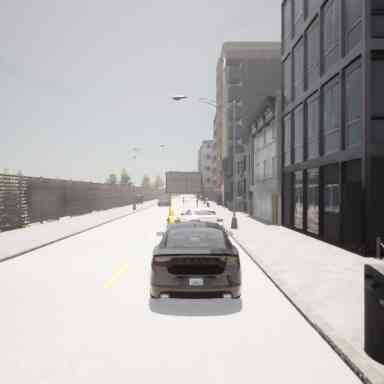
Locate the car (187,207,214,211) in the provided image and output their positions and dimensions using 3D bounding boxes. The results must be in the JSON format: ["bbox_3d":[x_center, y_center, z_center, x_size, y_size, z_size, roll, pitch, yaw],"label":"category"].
[{"bbox_3d":[0.428,1.539,17.858,1.812,1.442,4.674,0,-1,-9],"label":"car"}]

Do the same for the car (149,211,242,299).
[{"bbox_3d":[0.072,1.477,8.508,1.882,1.535,5.008,0,0,0],"label":"car"}]

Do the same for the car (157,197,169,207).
[{"bbox_3d":[-4.160,1.503,50.430,1.837,1.490,4.892,0,0,0],"label":"car"}]

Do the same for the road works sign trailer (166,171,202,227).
[{"bbox_3d":[-0.565,0.464,21.339,2.380,3.560,2.880,0,0,-17],"label":"road works sign trailer"}]
